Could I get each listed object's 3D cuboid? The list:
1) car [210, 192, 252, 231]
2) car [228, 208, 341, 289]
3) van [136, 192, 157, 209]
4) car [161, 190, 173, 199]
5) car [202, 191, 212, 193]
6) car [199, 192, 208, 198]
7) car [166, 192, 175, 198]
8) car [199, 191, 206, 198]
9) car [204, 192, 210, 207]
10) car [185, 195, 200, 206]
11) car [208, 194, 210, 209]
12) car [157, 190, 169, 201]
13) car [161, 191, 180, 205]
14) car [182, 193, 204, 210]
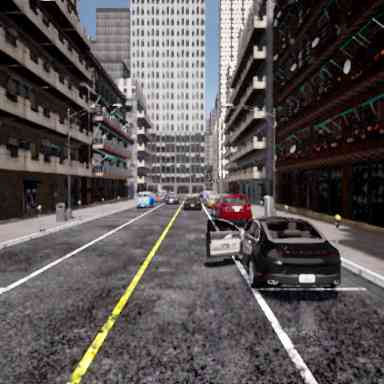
[{"bbox_3d":[2.562,1.074,21.269,2.192,1.841,5.009,-1,1,0],"label":"car"},{"bbox_3d":[2.233,1.404,8.868,1.837,1.490,4.892,0,1,0],"label":"car"},{"bbox_3d":[-5.311,0.913,37.899,1.690,1.788,3.998,-1,1,0],"label":"van"},{"bbox_3d":[-5.298,0.506,71.192,2.192,1.841,5.009,-1,1,0],"label":"car"},{"bbox_3d":[2.572,0.949,43.465,1.967,1.590,4.097,-1,1,0],"label":"car"},{"bbox_3d":[2.587,0.672,76.759,1.887,1.381,4.507,-1,1,0],"label":"car"},{"bbox_3d":[-5.291,0.608,82.291,1.887,1.381,4.507,-1,1,0],"label":"car"},{"bbox_3d":[2.589,0.586,82.478,1.752,1.417,4.829,-1,1,0],"label":"car"},{"bbox_3d":[2.571,1.095,38.088,1.752,1.417,4.829,-1,1,0],"label":"car"},{"bbox_3d":[0.057,1.085,45.607,1.895,1.301,4.718,0,1,0],"label":"car"},{"bbox_3d":[2.566,1.137,26.819,1.967,1.590,4.097,-1,1,0],"label":"car"},{"bbox_3d":[-5.304,0.822,54.547,1.967,1.590,4.097,-1,1,0],"label":"car"},{"bbox_3d":[-2.736,0.961,46.992,2.128,1.511,4.902,0,1,0],"label":"car"},{"bbox_3d":[0.076,1.129,35.054,1.812,1.442,4.674,0,1,1],"label":"car"}]
